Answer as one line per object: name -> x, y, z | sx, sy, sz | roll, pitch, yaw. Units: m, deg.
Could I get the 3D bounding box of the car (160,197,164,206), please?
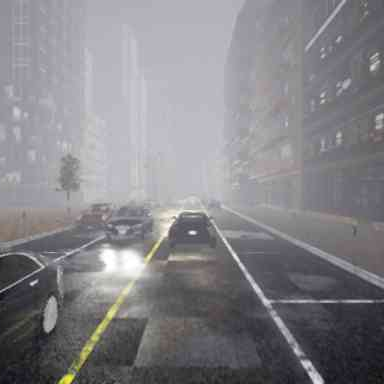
car -> -5.598, 1.480, 48.142 | 1.967, 1.590, 4.097 | 0, 0, 0

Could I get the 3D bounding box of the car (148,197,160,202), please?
car -> -5.609, 1.583, 42.609 | 2.008, 1.369, 4.403 | 0, 0, 0

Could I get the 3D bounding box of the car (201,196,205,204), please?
car -> 2.783, 1.605, 48.124 | 2.008, 1.369, 4.403 | 0, 0, 0

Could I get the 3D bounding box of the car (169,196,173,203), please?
car -> -5.554, 1.601, 70.101 | 1.752, 1.417, 4.829 | 0, 0, 0

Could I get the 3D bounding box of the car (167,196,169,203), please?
car -> -5.576, 1.601, 59.206 | 1.887, 1.381, 4.507 | 0, 0, 0

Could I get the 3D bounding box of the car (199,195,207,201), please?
car -> 2.860, 1.566, 86.852 | 1.967, 1.590, 4.097 | 0, 0, 0

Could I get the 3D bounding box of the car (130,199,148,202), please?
car -> -5.631, 1.543, 31.373 | 1.752, 1.417, 4.829 | 0, 0, 0

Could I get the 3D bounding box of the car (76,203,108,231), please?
car -> -5.653, 1.446, 20.477 | 1.967, 1.590, 4.097 | 0, 0, 0

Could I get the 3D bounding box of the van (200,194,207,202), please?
van -> 2.849, 1.455, 81.320 | 1.690, 1.788, 3.998 | 0, 0, 0

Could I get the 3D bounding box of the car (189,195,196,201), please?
car -> 0.173, 1.535, 88.348 | 1.812, 1.442, 4.674 | 0, 0, 0

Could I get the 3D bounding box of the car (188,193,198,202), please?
car -> 0.152, 1.326, 77.958 | 2.150, 2.045, 5.566 | 0, 0, 0

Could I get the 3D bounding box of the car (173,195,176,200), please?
car -> -5.532, 1.681, 81.337 | 1.802, 1.307, 4.206 | 0, 0, 0

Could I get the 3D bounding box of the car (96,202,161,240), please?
car -> -3.048, 1.499, 17.113 | 2.128, 1.511, 4.902 | 0, 0, 0

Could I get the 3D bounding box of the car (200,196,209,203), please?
car -> 2.837, 1.684, 75.787 | 1.802, 1.307, 4.206 | 0, 0, 0

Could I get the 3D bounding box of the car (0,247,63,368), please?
car -> -3.095, 1.503, 3.786 | 1.837, 1.490, 4.892 | 0, 0, 0

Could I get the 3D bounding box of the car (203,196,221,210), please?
car -> 2.772, 1.598, 42.591 | 2.008, 1.369, 4.403 | 0, 0, 0

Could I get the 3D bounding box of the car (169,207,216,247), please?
car -> 0.026, 1.576, 15.122 | 1.994, 1.385, 4.181 | 0, 0, 0

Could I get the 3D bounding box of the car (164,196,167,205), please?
car -> -5.587, 1.599, 53.673 | 2.008, 1.369, 4.403 | 0, 0, 0

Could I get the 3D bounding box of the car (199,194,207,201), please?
car -> 2.816, 1.521, 64.721 | 1.967, 1.590, 4.097 | 0, 0, 0
